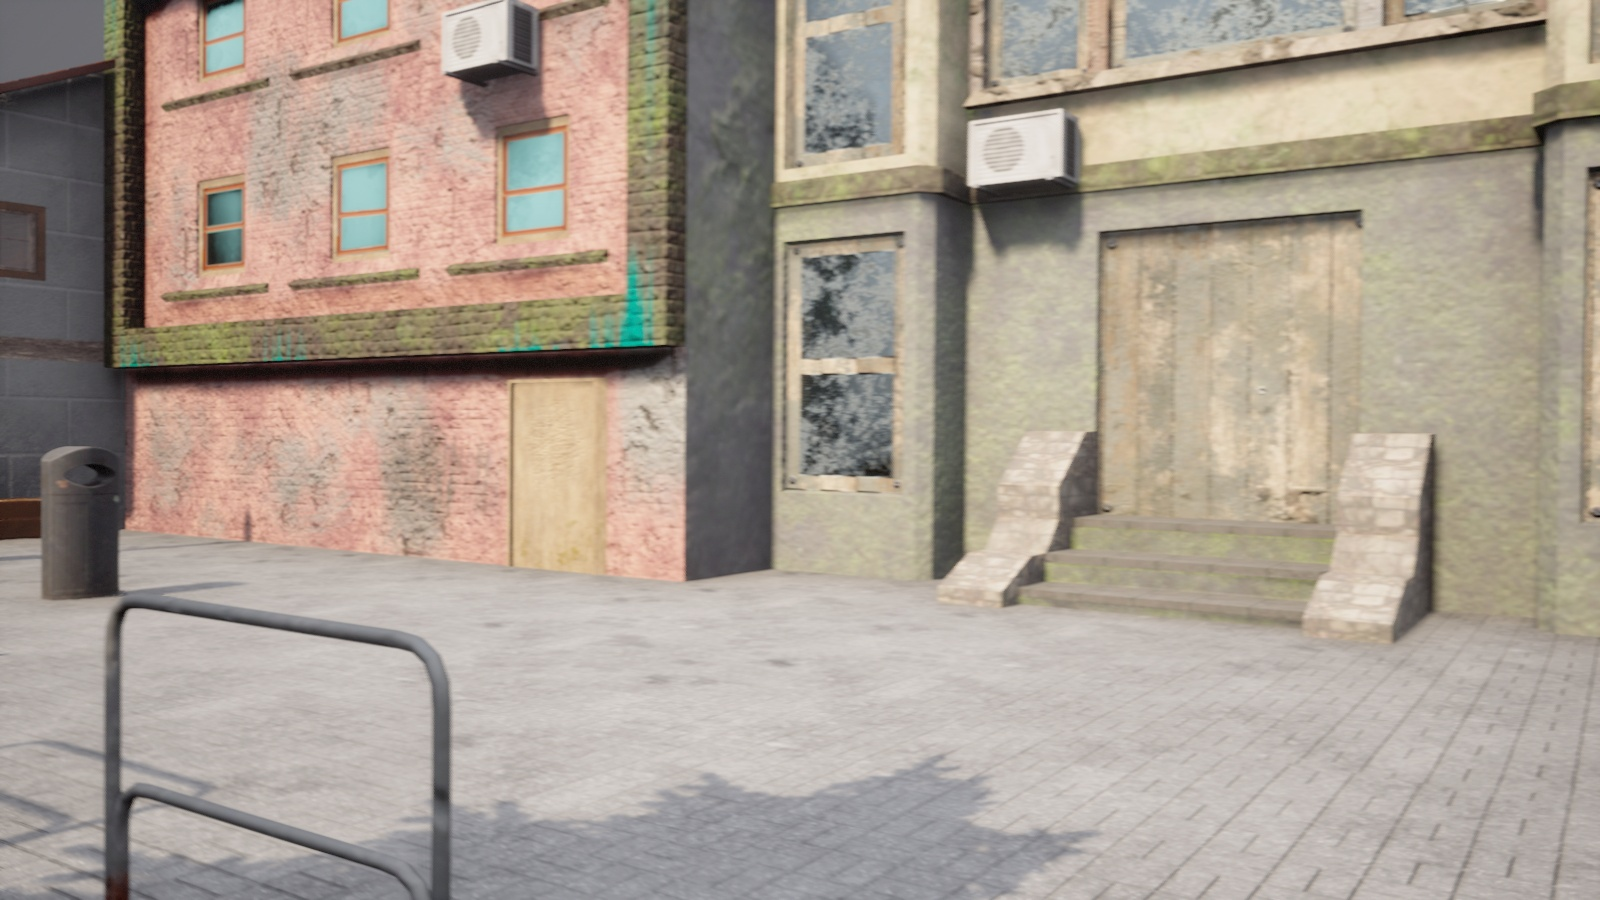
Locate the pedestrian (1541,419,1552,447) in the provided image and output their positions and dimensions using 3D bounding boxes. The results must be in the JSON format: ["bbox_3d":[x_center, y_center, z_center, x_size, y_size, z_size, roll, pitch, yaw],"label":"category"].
[{"bbox_3d":[48.806,-1.130,82.119,0.594,1.836,0.345,0,1,42],"label":"pedestrian"}]
